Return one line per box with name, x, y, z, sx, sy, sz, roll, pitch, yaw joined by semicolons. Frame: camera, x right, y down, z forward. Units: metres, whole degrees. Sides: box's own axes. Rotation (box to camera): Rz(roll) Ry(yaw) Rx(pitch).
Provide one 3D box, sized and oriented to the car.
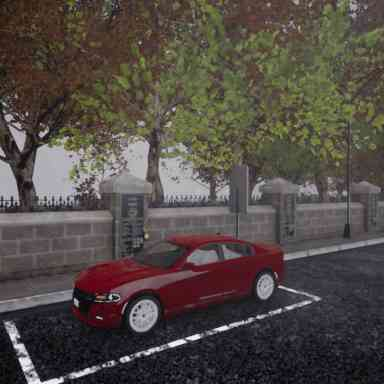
car;-0.045;1.545;6.688;4.507;1.381;1.887;0;0;-36
